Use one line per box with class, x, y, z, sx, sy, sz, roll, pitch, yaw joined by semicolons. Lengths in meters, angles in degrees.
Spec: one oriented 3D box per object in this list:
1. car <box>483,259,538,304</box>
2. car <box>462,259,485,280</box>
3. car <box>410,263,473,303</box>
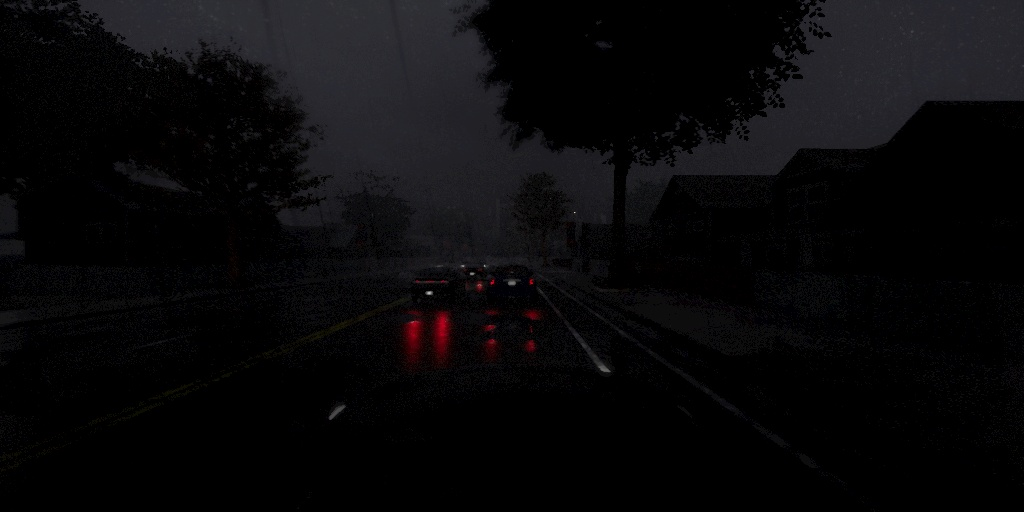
car;0.000;1.112;16.471;2.097;1.767;4.553;0;0;0
car;-3.250;1.278;31.501;1.812;1.442;4.674;0;0;0
car;-3.250;1.241;16.501;2.128;1.511;4.902;0;0;0
